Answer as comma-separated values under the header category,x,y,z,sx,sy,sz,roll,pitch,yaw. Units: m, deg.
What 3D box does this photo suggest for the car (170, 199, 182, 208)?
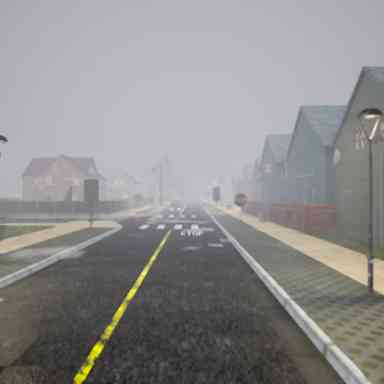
category,x,y,z,sx,sy,sz,roll,pitch,yaw
car,-2.735,1.985,56.843,2.033,1.411,5.357,0,0,0
